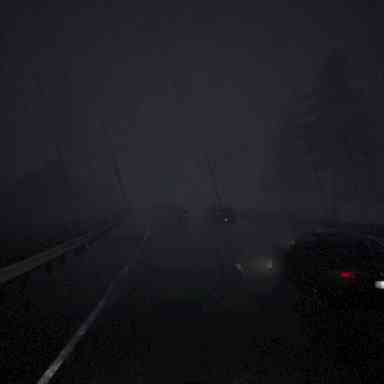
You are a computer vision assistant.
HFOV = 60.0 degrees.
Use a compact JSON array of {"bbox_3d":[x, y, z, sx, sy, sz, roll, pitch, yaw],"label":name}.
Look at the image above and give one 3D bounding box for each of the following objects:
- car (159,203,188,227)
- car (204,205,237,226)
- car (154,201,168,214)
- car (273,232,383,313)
[{"bbox_3d":[-1.314,1.787,24.765,1.812,1.442,4.674,0,-1,-6],"label":"car"},{"bbox_3d":[2.114,1.757,25.585,2.128,1.511,4.902,0,-1,-6],"label":"car"},{"bbox_3d":[-3.702,1.945,41.789,1.837,1.490,4.892,0,-1,-10],"label":"car"},{"bbox_3d":[3.365,1.644,7.941,1.994,1.385,4.181,0,-1,-2],"label":"car"}]
